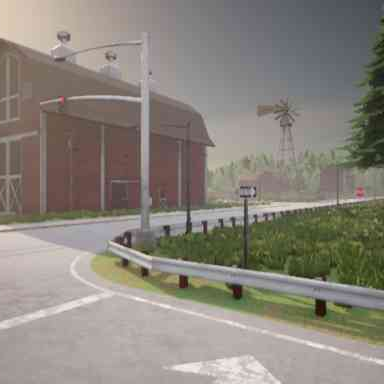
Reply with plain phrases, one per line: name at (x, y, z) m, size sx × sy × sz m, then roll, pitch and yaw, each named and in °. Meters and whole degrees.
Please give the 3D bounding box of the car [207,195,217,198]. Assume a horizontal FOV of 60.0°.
car at (4.274, 1.501, 79.395) m, size 1.816 × 1.474 × 4.193 m, roll 0°, pitch 0°, yaw 36°

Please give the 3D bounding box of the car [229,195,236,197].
car at (10.843, 1.518, 90.521) m, size 1.784 × 1.438 × 3.905 m, roll 0°, pitch 0°, yaw 36°
